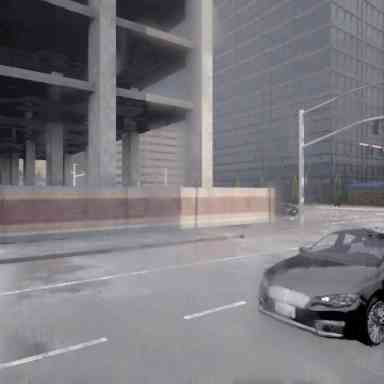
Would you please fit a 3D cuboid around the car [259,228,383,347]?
[{"bbox_3d":[3.385,1.491,6.407,4.902,1.511,2.128,0,0,-36],"label":"car"}]

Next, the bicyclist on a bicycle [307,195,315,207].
[{"bbox_3d":[16.533,1.301,46.187,1.656,1.620,0.582,0,0,-36],"label":"bicyclist on a bicycle"}]

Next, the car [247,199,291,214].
[{"bbox_3d":[8.469,1.526,36.896,1.812,1.442,4.674,0,0,-36],"label":"car"}]

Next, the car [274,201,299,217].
[{"bbox_3d":[8.063,1.564,31.496,1.994,1.385,4.181,0,0,-36],"label":"car"}]
